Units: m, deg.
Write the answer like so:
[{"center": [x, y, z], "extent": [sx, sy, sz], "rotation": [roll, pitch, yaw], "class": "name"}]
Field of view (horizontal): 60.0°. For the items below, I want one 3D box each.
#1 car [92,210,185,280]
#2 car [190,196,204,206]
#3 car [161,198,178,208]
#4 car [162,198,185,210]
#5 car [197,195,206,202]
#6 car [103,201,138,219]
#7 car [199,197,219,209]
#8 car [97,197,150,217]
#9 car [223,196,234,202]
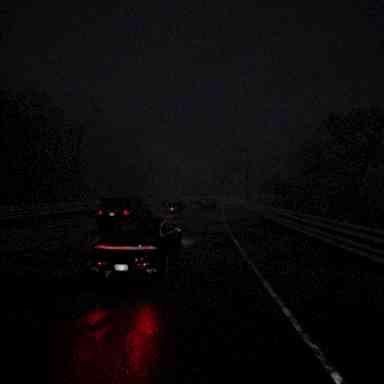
[{"center": [-1.431, 1.532, 10.085], "extent": [2.128, 1.511, 4.902], "rotation": [0, 0, 5], "class": "car"}, {"center": [0.893, 1.753, 61.896], "extent": [1.882, 1.535, 5.008], "rotation": [0, 0, 8], "class": "car"}, {"center": [-3.668, 1.741, 54.621], "extent": [1.837, 1.490, 4.892], "rotation": [0, 0, 8], "class": "car"}, {"center": [-1.999, 1.674, 39.984], "extent": [1.837, 1.490, 4.892], "rotation": [0, 0, 7], "class": "car"}, {"center": [2.709, 1.797, 94.000], "extent": [2.097, 1.767, 4.553], "rotation": [0, 0, 11], "class": "car"}, {"center": [-6.523, 1.648, 30.998], "extent": [1.812, 1.442, 4.674], "rotation": [0, 0, 6], "class": "car"}, {"center": [2.638, 1.779, 48.937], "extent": [1.994, 1.385, 4.181], "rotation": [0, 0, 7], "class": "car"}, {"center": [-4.054, 1.303, 20.590], "extent": [2.150, 2.045, 5.566], "rotation": [0, 0, 5], "class": "car"}, {"center": [10.047, 1.980, 95.113], "extent": [2.128, 1.511, 4.902], "rotation": [0, 0, 11], "class": "car"}]
